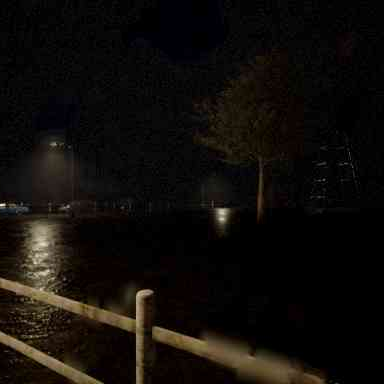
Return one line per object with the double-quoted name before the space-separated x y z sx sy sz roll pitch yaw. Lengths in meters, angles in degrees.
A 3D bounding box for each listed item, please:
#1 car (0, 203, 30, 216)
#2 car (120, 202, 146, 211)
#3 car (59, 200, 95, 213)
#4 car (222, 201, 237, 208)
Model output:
"car" -20.707 1.951 36.325 2.033 1.411 5.357 -2 -2 35
"car" -9.233 2.259 52.274 1.812 1.442 4.674 -2 -2 36
"car" -15.169 1.912 44.032 2.097 1.767 4.553 -2 -2 36
"car" 7.688 2.627 69.501 1.994 1.385 4.181 -2 -2 36
